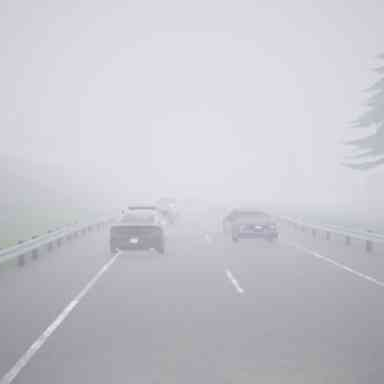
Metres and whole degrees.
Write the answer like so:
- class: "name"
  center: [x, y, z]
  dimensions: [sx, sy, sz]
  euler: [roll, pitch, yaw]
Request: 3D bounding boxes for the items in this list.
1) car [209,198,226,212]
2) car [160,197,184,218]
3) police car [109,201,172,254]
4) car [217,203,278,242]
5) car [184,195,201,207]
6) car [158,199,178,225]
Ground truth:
- class: "car"
  center: [2.888, 1.404, 37.350]
  dimensions: [1.812, 1.442, 4.674]
  euler: [0, 0, 3]
- class: "car"
  center: [-2.095, 1.255, 29.282]
  dimensions: [2.097, 1.767, 4.553]
  euler: [0, 0, 1]
- class: "police car"
  center: [-1.984, 1.381, 13.463]
  dimensions: [1.930, 1.638, 5.238]
  euler: [0, 0, -2]
- class: "car"
  center: [2.624, 1.494, 16.036]
  dimensions: [2.033, 1.411, 5.357]
  euler: [0, 0, -1]
- class: "car"
  center: [-0.143, 1.191, 48.809]
  dimensions: [2.097, 1.767, 4.553]
  euler: [0, 0, 4]
- class: "car"
  center: [-2.155, 1.449, 23.327]
  dimensions: [1.812, 1.442, 4.674]
  euler: [0, 0, 0]
